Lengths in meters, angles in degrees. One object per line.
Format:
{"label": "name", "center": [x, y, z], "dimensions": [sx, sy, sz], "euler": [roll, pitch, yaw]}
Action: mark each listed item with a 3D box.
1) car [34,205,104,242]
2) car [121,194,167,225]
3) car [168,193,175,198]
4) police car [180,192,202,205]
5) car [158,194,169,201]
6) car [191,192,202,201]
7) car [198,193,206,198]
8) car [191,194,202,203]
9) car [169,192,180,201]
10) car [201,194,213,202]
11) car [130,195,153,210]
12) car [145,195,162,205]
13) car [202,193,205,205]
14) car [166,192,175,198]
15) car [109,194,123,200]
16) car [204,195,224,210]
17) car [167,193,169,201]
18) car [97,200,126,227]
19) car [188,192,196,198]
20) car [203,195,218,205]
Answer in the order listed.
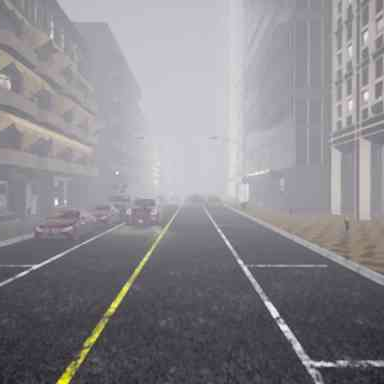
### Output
{"label": "car", "center": [-5.693, 1.464, 15.462], "dimensions": [1.802, 1.307, 4.206], "euler": [0, 0, 0]}
{"label": "car", "center": [-3.104, 1.185, 22.355], "dimensions": [2.097, 1.767, 4.553], "euler": [0, 0, 0]}
{"label": "car", "center": [-5.703, 0.923, 94.540], "dimensions": [1.802, 1.307, 4.206], "euler": [0, 0, 0]}
{"label": "police car", "center": [0.241, 1.069, 48.850], "dimensions": [1.930, 1.638, 5.238], "euler": [0, 0, -18]}
{"label": "car", "center": [-5.700, 1.051, 66.128], "dimensions": [1.752, 1.417, 4.829], "euler": [0, 0, 0]}
{"label": "car", "center": [0.891, 0.886, 64.832], "dimensions": [2.097, 1.767, 4.553], "euler": [0, 0, 0]}
{"label": "car", "center": [2.678, 0.922, 88.892], "dimensions": [1.887, 1.381, 4.507], "euler": [0, 0, 0]}
{"label": "car", "center": [0.773, 1.080, 58.882], "dimensions": [1.837, 1.490, 4.892], "euler": [0, 0, 1]}
{"label": "car", "center": [-3.035, 1.035, 64.110], "dimensions": [2.128, 1.511, 4.902], "euler": [0, 0, 1]}
{"label": "car", "center": [2.682, 1.128, 60.651], "dimensions": [1.947, 1.339, 4.313], "euler": [0, 0, 0]}
{"label": "car", "center": [-5.696, 1.161, 38.056], "dimensions": [1.967, 1.590, 4.097], "euler": [0, 0, 0]}
{"label": "car", "center": [-5.698, 1.191, 49.352], "dimensions": [2.008, 1.369, 4.403], "euler": [0, 0, 0]}
{"label": "car", "center": [2.684, 1.120, 43.704], "dimensions": [1.967, 1.590, 4.097], "euler": [0, 0, 0]}
{"label": "car", "center": [-5.702, 0.818, 88.891], "dimensions": [1.967, 1.590, 4.097], "euler": [0, 0, 0]}
{"label": "car", "center": [-5.695, 1.117, 26.757], "dimensions": [2.192, 1.841, 5.009], "euler": [0, 0, 0]}
{"label": "car", "center": [2.684, 1.244, 38.227], "dimensions": [1.752, 1.417, 4.829], "euler": [0, 0, 0]}
{"label": "car", "center": [-5.699, 1.129, 60.649], "dimensions": [1.947, 1.339, 4.313], "euler": [0, 0, 0]}
{"label": "car", "center": [-5.694, 1.424, 21.111], "dimensions": [1.802, 1.307, 4.206], "euler": [0, 0, 0]}
{"label": "car", "center": [-0.011, 0.859, 84.541], "dimensions": [1.812, 1.442, 4.674], "euler": [0, 0, 0]}
{"label": "car", "center": [2.683, 1.191, 49.354], "dimensions": [2.008, 1.369, 4.403], "euler": [0, 0, 0]}
